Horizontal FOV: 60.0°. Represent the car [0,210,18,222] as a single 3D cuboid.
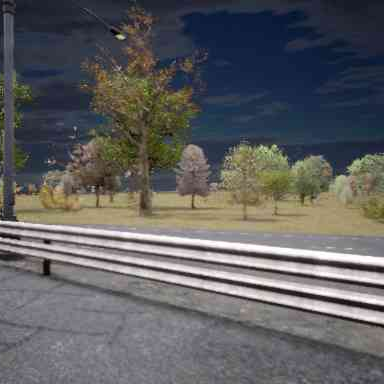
[{"bbox_3d":[-12.451,1.607,19.178,5.008,1.535,1.882,0,0,19],"label":"car"}]
